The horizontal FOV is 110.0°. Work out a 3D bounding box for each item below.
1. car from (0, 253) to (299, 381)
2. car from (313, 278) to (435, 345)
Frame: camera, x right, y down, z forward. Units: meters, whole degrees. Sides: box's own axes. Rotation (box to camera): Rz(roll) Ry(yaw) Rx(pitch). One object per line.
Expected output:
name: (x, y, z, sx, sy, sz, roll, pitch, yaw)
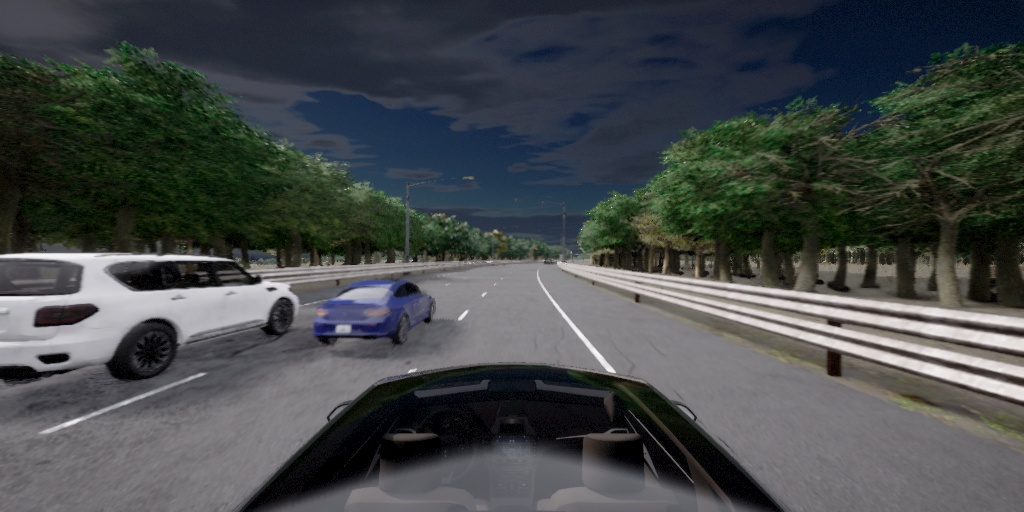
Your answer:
car: (-6.871, 0.977, 7.352, 2.150, 2.045, 5.566, 0, 0, 0)
car: (-3.347, 1.307, 9.475, 1.812, 1.442, 4.674, 0, 0, 1)
